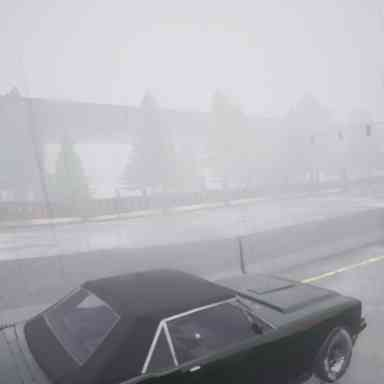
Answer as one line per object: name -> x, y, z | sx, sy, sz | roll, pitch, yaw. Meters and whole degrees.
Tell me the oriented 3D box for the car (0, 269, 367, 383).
car -> -0.075, 1.588, 3.699 | 4.718, 1.301, 1.895 | -1, 0, -36
